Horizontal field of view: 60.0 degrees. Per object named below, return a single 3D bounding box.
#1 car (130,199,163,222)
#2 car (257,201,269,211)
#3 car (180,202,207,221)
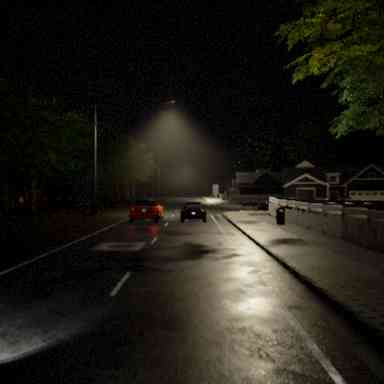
[{"bbox_3d":[-3.389,1.290,25.567,2.097,1.767,4.553,0,0,0],"label":"car"},{"bbox_3d":[9.877,1.495,36.408,5.357,1.411,2.033,0,0,12],"label":"car"},{"bbox_3d":[0.117,1.497,26.257,1.994,1.385,4.181,0,0,0],"label":"car"}]
